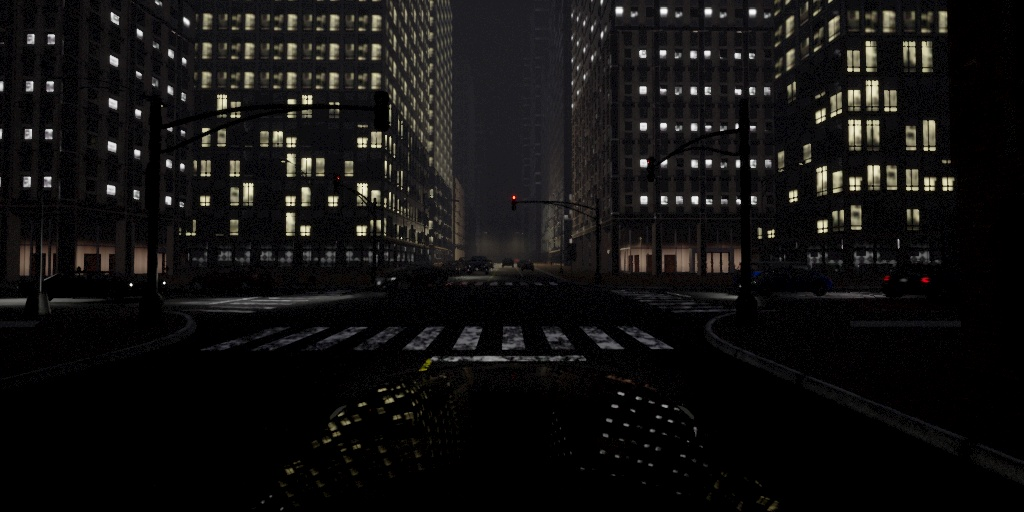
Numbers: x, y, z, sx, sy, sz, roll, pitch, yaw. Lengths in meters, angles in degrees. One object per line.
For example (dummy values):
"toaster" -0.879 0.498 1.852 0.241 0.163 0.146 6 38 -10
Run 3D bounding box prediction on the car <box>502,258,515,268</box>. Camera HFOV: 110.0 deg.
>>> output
"car" -0.732 1.126 64.000 2.097 1.767 4.553 0 0 -1

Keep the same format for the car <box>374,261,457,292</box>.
"car" -6.002 1.251 21.925 2.128 1.511 4.902 1 0 34

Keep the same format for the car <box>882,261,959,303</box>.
"car" 19.715 1.115 16.128 4.553 1.767 2.097 0 -1 0

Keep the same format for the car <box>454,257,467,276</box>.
"car" -6.164 1.203 37.052 1.967 1.591 4.097 0 0 -1

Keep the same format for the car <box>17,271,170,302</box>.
"car" -18.066 1.300 15.680 4.718 1.301 1.895 0 -1 -1

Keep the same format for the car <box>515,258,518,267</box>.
"car" 1.913 1.297 59.701 1.751 1.417 4.829 0 0 -1

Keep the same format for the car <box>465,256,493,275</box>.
"car" -3.600 0.985 39.141 2.150 2.045 5.566 0 0 -1

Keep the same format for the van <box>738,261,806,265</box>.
"van" 15.714 1.210 21.835 3.998 1.789 1.690 0 0 -1

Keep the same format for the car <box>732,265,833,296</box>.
"car" 14.522 1.342 19.239 4.674 1.442 1.812 0 -1 -2

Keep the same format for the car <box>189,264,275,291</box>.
"car" -16.757 1.255 21.472 4.097 1.591 1.967 0 0 -1

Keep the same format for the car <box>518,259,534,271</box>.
"car" 2.065 1.349 48.376 1.802 1.307 4.207 0 0 -1
